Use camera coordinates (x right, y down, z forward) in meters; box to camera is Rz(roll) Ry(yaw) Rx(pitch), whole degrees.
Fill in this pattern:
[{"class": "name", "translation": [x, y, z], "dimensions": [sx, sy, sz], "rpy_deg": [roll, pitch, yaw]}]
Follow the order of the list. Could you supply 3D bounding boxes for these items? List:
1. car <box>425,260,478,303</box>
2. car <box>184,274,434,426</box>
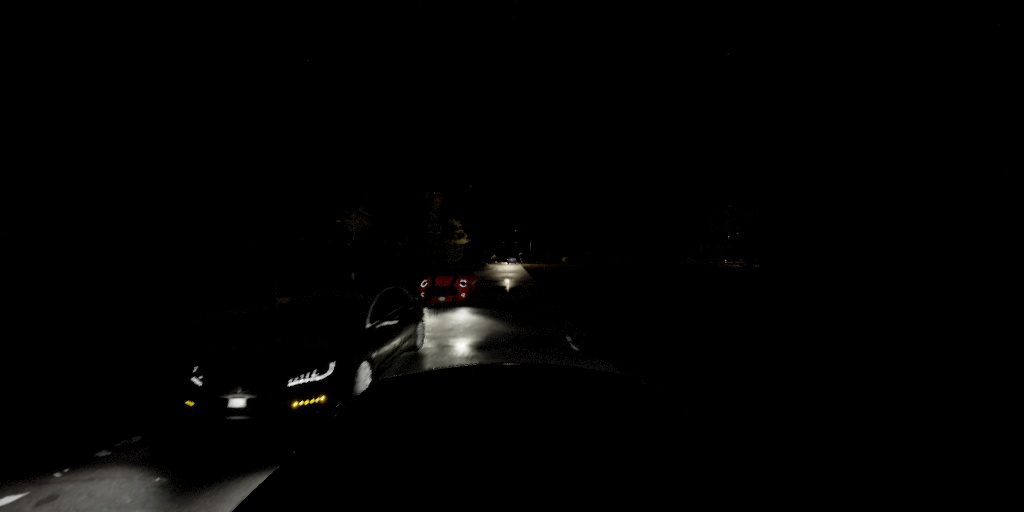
[{"class": "car", "translation": [-2.756, 1.099, 16.372], "dimensions": [2.097, 1.767, 4.553], "rpy_deg": [0, 0, 0]}, {"class": "car", "translation": [-2.840, 1.255, 6.140], "dimensions": [1.837, 1.490, 4.892], "rpy_deg": [0, 0, 0]}]
